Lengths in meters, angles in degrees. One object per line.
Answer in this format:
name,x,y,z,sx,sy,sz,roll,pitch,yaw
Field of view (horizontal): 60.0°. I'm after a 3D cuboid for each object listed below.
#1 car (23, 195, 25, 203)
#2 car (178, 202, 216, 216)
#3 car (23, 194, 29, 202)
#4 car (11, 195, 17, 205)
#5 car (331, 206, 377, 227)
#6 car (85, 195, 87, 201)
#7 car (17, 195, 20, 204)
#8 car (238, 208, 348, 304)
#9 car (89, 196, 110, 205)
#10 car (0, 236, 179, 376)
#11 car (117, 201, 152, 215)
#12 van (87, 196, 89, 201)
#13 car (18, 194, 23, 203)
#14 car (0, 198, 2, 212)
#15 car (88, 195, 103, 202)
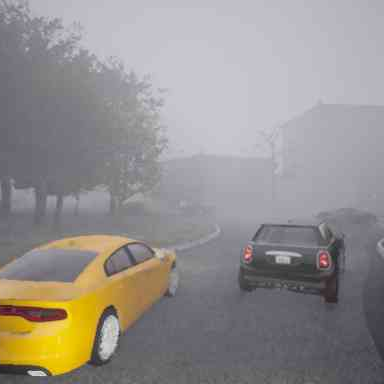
car,-42.922,2.030,78.457,4.892,1.521,2.231,0,0,-20
car,0.529,1.942,38.556,1.882,1.535,5.008,1,-1,-45
car,-44.836,1.765,83.628,5.566,2.045,2.435,0,0,-20
car,-39.093,1.898,68.105,4.553,1.767,2.185,0,0,-20
car,10.981,1.772,23.618,4.892,1.490,1.837,-1,-1,-28
car,-25.292,2.168,88.959,5.008,1.535,2.097,0,0,-20
car,-40.078,2.029,70.686,5.008,1.535,2.097,0,0,-20
car,2.838,1.460,8.820,2.097,1.767,4.553,0,-1,26
car,-19.594,2.196,73.278,4.792,1.488,2.163,0,0,-20
car,-1.683,1.538,6.034,1.882,1.535,5.008,0,-1,13
car,-7.094,1.817,40.047,4.553,1.767,2.097,0,-1,32
van,-22.535,1.960,81.087,4.442,1.987,1.878,0,0,-20
car,-41.937,1.905,75.876,4.553,1.767,2.185,0,0,-20
car,-26.383,1.913,42.496,5.008,1.535,1.882,1,-1,-26
car,-21.400,2.057,78.406,4.553,1.767,2.185,0,0,-20
